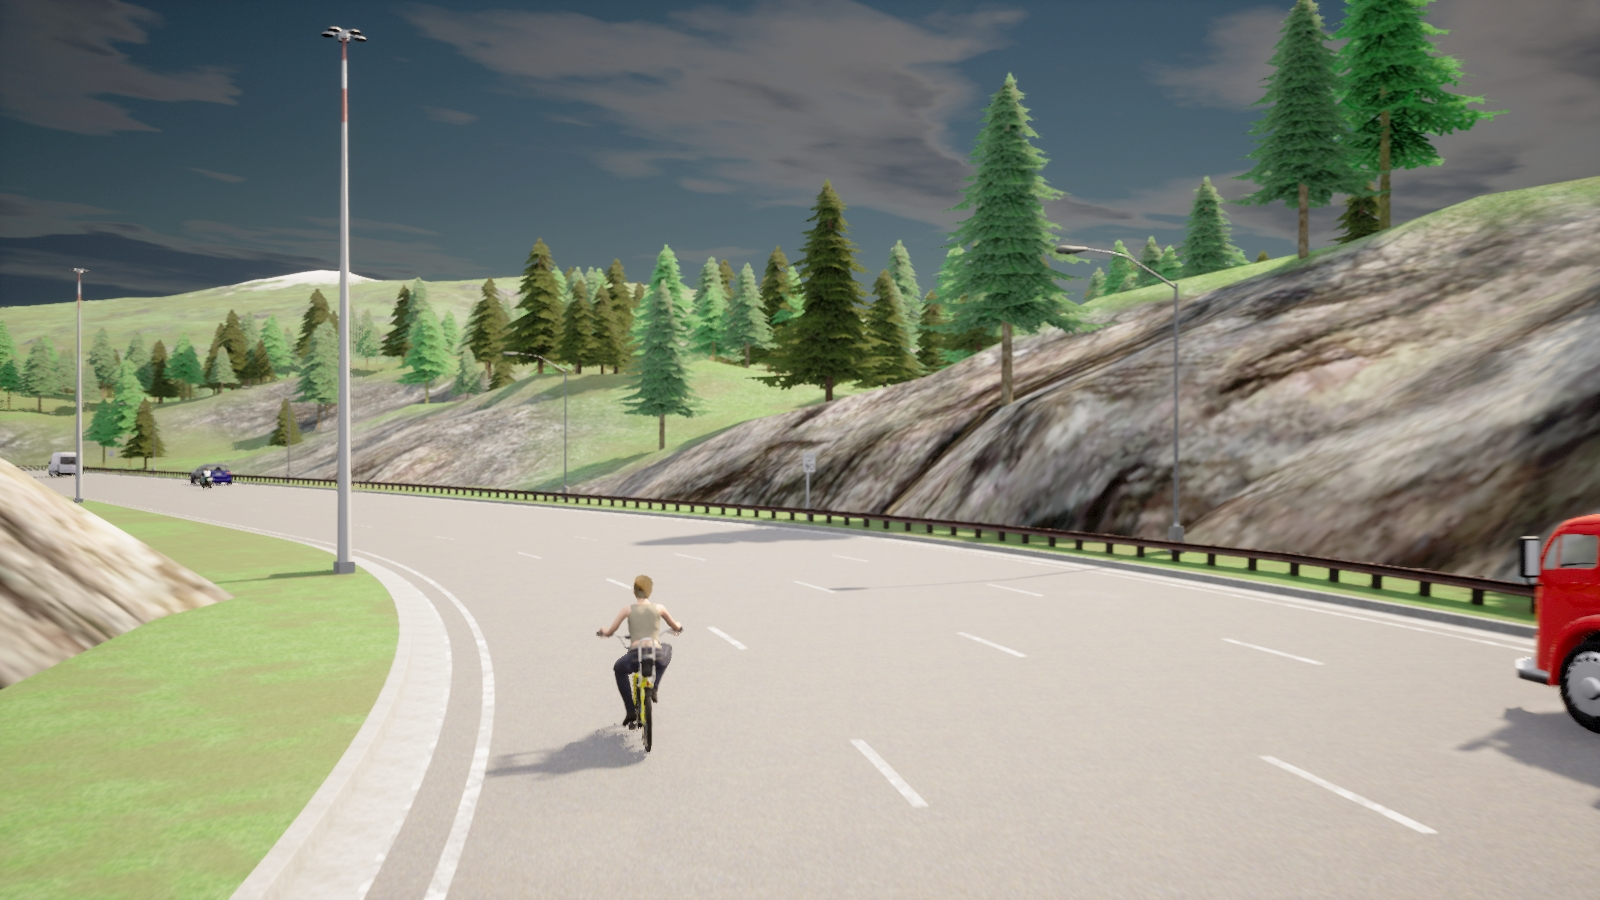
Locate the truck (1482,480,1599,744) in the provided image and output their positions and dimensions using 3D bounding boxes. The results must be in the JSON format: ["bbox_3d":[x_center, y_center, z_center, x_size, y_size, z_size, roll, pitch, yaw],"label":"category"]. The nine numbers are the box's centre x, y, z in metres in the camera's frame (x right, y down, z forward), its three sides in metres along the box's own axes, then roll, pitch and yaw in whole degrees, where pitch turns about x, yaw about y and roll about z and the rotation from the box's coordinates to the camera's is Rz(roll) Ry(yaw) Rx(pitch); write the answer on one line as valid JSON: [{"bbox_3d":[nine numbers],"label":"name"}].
[{"bbox_3d":[9.103,1.563,9.959,2.627,2.467,5.204,0,0,-10],"label":"truck"}]

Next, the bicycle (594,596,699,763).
[{"bbox_3d":[-1.509,2.155,11.025,0.859,1.276,1.487,-1,0,-13],"label":"bicycle"}]
